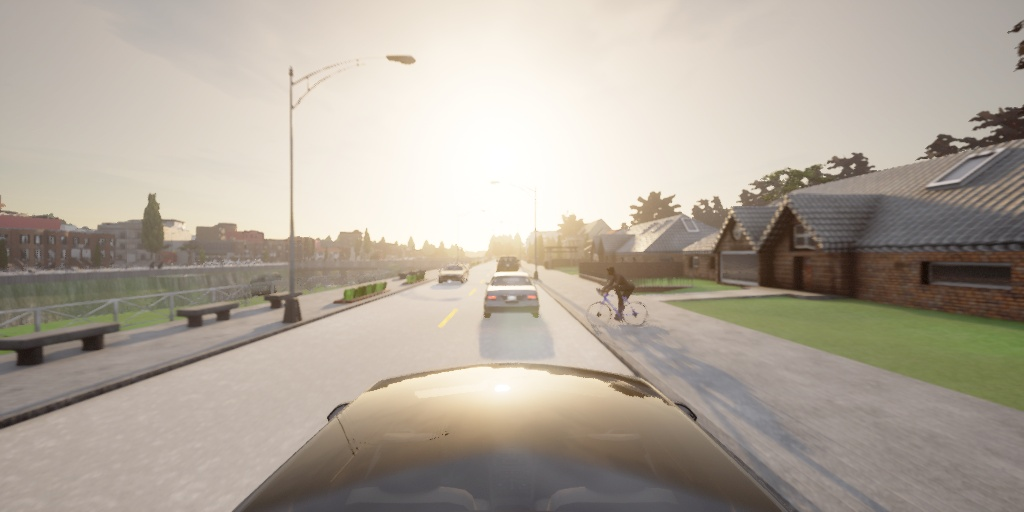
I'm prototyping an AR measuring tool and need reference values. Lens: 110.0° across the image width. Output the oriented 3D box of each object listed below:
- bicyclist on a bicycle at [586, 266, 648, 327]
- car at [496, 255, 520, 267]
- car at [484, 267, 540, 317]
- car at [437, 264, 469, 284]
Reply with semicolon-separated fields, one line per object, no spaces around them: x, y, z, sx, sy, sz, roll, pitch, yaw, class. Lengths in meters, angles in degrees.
2.764;1.076;9.463;1.656;1.620;0.582;-1;0;-1;bicyclist on a bicycle
-0.402;0.943;35.667;2.150;2.045;5.566;0;0;0;car
-0.030;1.287;13.089;2.033;1.411;5.357;0;0;-1;car
-4.343;1.350;27.365;2.033;1.411;5.357;0;0;-1;car
